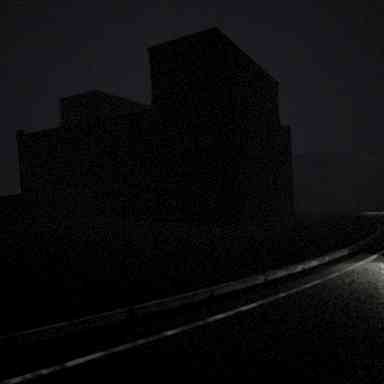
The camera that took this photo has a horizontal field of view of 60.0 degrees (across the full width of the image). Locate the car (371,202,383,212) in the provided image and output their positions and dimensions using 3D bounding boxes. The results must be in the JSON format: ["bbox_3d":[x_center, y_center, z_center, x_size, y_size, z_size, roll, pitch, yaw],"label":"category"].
[{"bbox_3d":[28.942,2.311,51.839,1.882,1.535,5.008,-3,-2,27],"label":"car"}]
